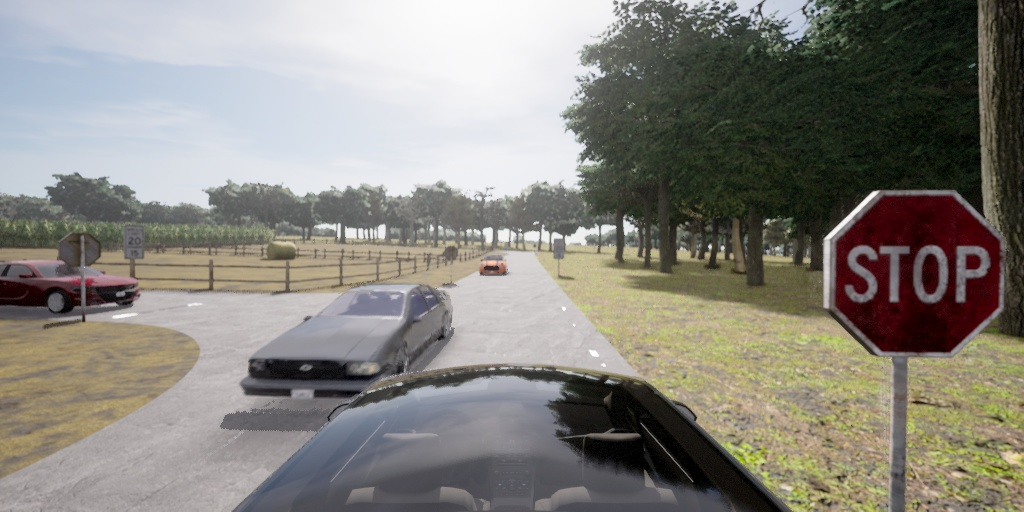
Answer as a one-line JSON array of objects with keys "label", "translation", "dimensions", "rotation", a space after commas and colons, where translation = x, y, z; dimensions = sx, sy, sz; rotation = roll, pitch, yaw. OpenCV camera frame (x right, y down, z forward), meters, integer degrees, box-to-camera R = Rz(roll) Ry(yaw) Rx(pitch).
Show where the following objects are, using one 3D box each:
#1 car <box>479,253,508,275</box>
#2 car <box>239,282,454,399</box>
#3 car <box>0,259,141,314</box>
[{"label": "car", "translation": [-1.513, 0.636, 30.335], "dimensions": [2.097, 1.767, 4.553], "rotation": [0, 1, 2]}, {"label": "car", "translation": [-2.466, 1.262, 7.066], "dimensions": [2.033, 1.411, 5.357], "rotation": [0, 1, 2]}, {"label": "car", "translation": [-14.851, 0.889, 11.488], "dimensions": [5.008, 1.535, 1.882], "rotation": [1, 1, 4]}]
